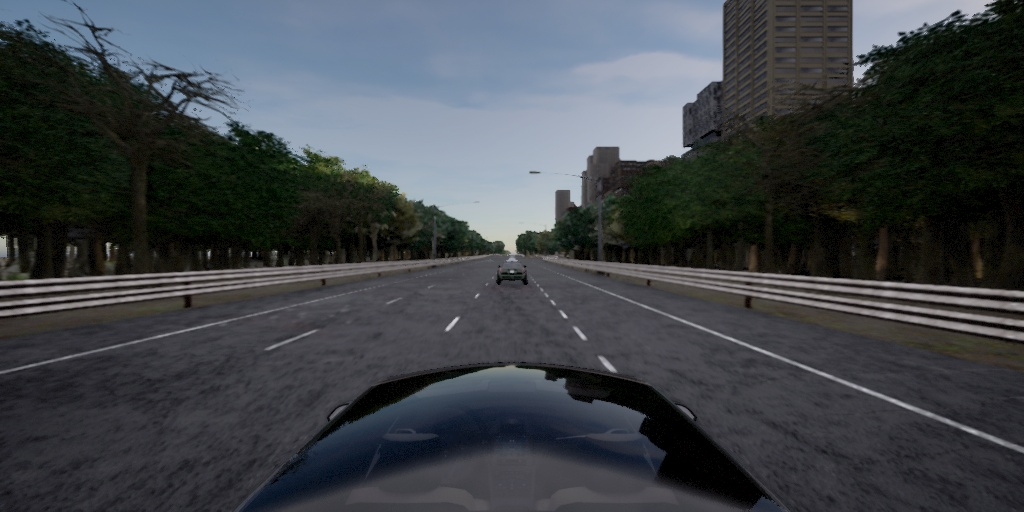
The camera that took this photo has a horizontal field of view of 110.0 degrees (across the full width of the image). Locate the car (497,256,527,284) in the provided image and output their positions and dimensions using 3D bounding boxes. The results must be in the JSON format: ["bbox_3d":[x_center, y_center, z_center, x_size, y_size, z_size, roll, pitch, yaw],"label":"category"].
[{"bbox_3d":[0.004,1.089,26.908,2.097,1.767,4.553,0,0,0],"label":"car"}]
